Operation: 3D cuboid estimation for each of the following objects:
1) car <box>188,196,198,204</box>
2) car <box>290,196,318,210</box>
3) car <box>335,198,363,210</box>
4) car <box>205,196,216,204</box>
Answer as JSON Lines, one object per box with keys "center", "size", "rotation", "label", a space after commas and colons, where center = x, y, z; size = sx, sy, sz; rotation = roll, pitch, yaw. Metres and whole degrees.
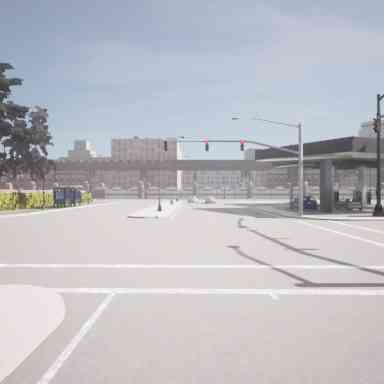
{"center": [0.160, 1.525, 66.102], "size": [1.812, 1.442, 4.674], "rotation": [0, 0, 0], "label": "car"}
{"center": [13.244, 1.295, 39.635], "size": [2.242, 1.667, 4.611], "rotation": [0, 0, 0], "label": "car"}
{"center": [18.989, 1.456, 40.393], "size": [1.970, 1.475, 3.806], "rotation": [0, 0, 0], "label": "car"}
{"center": [3.554, 1.525, 64.319], "size": [1.812, 1.442, 4.674], "rotation": [0, 0, 0], "label": "car"}
